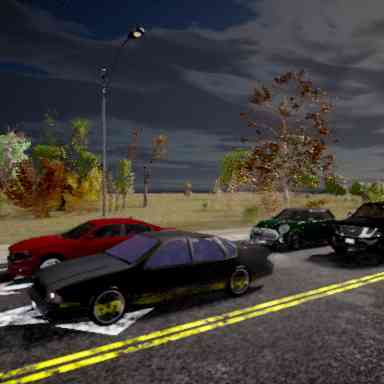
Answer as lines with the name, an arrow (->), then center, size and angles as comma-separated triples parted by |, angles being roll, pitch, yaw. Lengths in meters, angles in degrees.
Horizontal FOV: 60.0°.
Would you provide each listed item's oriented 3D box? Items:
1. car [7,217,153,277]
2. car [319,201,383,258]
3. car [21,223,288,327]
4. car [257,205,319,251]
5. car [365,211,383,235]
car -> -2.580, 1.513, 9.801 | 5.008, 1.535, 1.882 | 1, 0, -33
car -> 7.765, 1.384, 13.168 | 5.566, 2.045, 2.150 | 1, 0, -35
car -> -0.538, 1.587, 7.274 | 5.357, 1.411, 2.033 | 1, 0, -35
car -> 4.769, 1.496, 15.029 | 4.553, 1.767, 2.097 | 1, 0, -35
car -> 13.055, 1.866, 20.910 | 4.718, 1.301, 1.895 | 1, 0, -35
